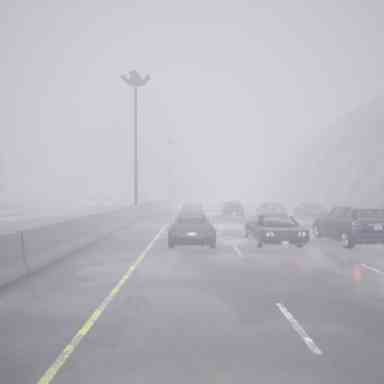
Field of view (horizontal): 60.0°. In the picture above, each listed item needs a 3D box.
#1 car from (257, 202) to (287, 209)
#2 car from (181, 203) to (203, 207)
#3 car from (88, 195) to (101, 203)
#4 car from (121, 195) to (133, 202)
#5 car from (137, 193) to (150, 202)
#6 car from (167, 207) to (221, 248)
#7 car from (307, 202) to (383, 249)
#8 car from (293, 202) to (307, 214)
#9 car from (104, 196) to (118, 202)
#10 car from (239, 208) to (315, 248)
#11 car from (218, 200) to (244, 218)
[{"bbox_3d":[7.000,1.561,29.650,2.033,1.411,5.357,0,0,0],"label":"car"},{"bbox_3d":[0.000,1.614,29.680,1.895,1.301,4.718,0,0,0],"label":"car"},{"bbox_3d":[-21.000,1.483,71.927,2.128,1.511,4.902,0,0,0],"label":"car"},{"bbox_3d":[-14.000,1.483,71.927,1.812,1.442,4.674,0,0,0],"label":"car"},{"bbox_3d":[-10.500,1.184,71.897,2.150,2.045,5.566,0,0,0],"label":"car"},{"bbox_3d":[0.000,1.570,14.650,1.994,1.385,4.181,0,0,0],"label":"car"},{"bbox_3d":[7.000,1.363,14.620,2.097,1.767,4.553,0,0,0],"label":"car"},{"bbox_3d":[10.500,1.570,29.650,1.994,1.385,4.181,0,0,0],"label":"car"},{"bbox_3d":[-17.500,1.553,71.897,1.895,1.301,4.718,0,0,0],"label":"car"},{"bbox_3d":[3.500,1.613,14.680,1.895,1.301,4.718,0,0,0],"label":"car"},{"bbox_3d":[3.500,1.514,29.650,1.837,1.490,4.892,0,0,0],"label":"car"}]
